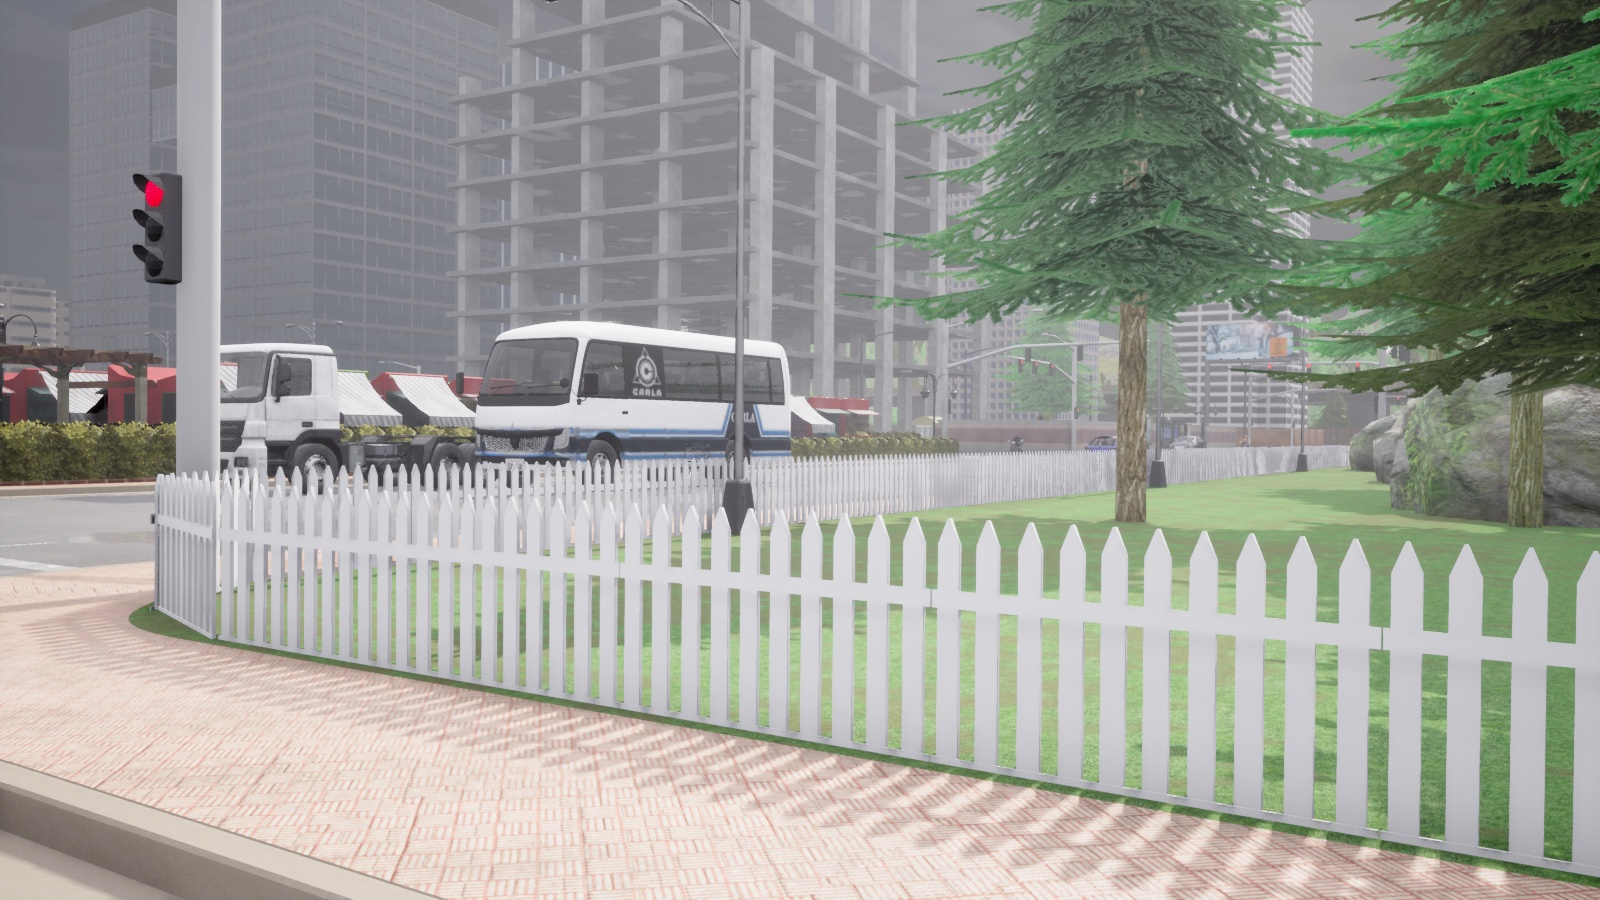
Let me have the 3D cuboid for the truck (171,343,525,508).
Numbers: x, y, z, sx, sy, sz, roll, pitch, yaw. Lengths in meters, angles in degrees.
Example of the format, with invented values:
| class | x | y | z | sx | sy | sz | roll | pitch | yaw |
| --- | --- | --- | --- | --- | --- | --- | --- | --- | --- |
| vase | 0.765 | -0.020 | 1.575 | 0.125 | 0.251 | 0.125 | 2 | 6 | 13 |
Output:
| class | x | y | z | sx | sy | sz | roll | pitch | yaw |
| --- | --- | --- | --- | --- | --- | --- | --- | --- | --- |
| truck | -10.611 | -0.571 | 30.501 | 2.891 | 3.462 | 7.936 | 0 | 1 | 32 |

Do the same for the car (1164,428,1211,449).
| class | x | y | z | sx | sy | sz | roll | pitch | yaw |
| --- | --- | --- | --- | --- | --- | --- | --- | --- | --- |
| car | 28.794 | -0.845 | 93.194 | 2.128 | 1.511 | 4.902 | 0 | 1 | 32 |

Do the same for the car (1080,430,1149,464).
| class | x | y | z | sx | sy | sz | roll | pitch | yaw |
| --- | --- | --- | --- | --- | --- | --- | --- | --- | --- |
| car | 14.279 | -0.162 | 56.946 | 1.816 | 1.474 | 4.193 | 0 | 1 | 32 |

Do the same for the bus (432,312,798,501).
| class | x | y | z | sx | sy | sz | roll | pitch | yaw |
| --- | --- | --- | --- | --- | --- | --- | --- | --- | --- |
| bus | -4.467 | -1.065 | 33.699 | 3.944 | 4.253 | 10.273 | 0 | 1 | 32 |
